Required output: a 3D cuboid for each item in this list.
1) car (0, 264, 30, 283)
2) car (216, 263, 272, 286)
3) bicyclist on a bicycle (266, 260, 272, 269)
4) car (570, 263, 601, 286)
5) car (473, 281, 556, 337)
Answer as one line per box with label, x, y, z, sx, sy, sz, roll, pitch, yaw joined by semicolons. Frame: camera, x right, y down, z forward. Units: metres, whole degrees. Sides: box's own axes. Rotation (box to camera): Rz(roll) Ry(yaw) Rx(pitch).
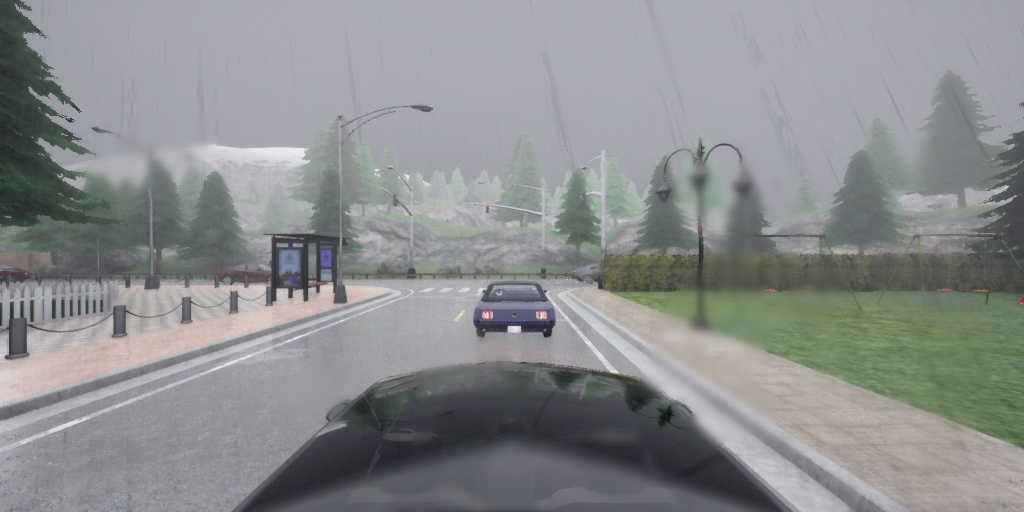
car;-37.400;1.366;25.339;4.718;1.301;1.895;0;0;1
car;-17.761;1.243;25.111;5.008;1.535;1.882;0;0;0
bicyclist on a bicycle;-21.621;1.219;32.239;0.582;1.620;1.656;0;0;0
car;6.508;1.257;24.910;4.902;1.511;2.128;0;0;0
car;0.076;1.351;10.235;1.895;1.301;4.718;0;0;0
